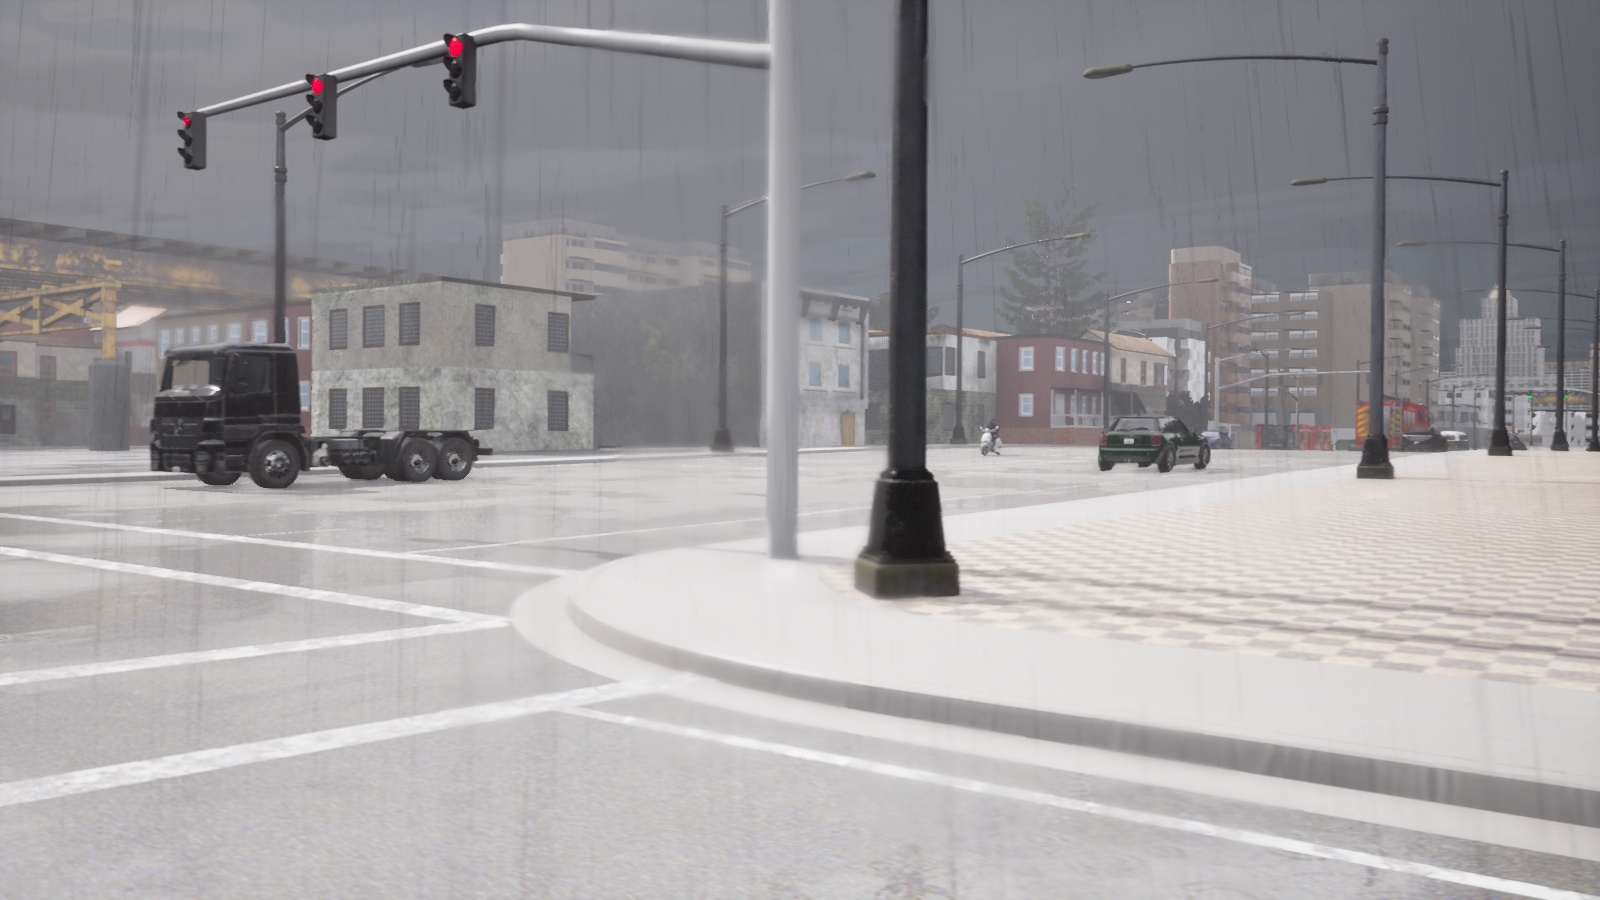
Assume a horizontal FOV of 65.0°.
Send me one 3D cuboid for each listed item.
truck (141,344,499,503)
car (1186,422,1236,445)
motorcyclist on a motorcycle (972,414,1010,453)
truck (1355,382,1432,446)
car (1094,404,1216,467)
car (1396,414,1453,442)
[{"bbox_3d":[-11.643,-0.683,31.326,2.891,3.462,7.936,0,2,36],"label":"truck"},{"bbox_3d":[27.661,-1.096,84.450,1.812,1.442,4.674,0,-1,36],"label":"car"},{"bbox_3d":[7.945,-0.695,52.184,0.866,1.590,1.817,-1,1,33],"label":"motorcyclist on a motorcycle"},{"bbox_3d":[38.663,-2.244,81.674,2.891,3.827,8.468,0,-1,37],"label":"truck"},{"bbox_3d":[10.866,-0.475,38.211,2.097,1.767,4.553,0,2,36],"label":"car"},{"bbox_3d":[35.802,-1.234,71.915,2.128,1.511,4.902,0,-1,36],"label":"car"}]
